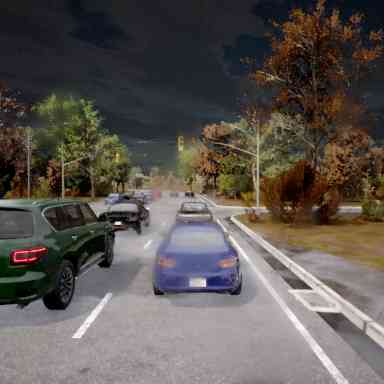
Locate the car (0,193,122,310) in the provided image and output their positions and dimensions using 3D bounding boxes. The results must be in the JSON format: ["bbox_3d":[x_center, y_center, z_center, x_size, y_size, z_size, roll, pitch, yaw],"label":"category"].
[{"bbox_3d":[-3.392,1.135,7.757,2.150,2.045,5.566,0,1,0],"label":"car"}]

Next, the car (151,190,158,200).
[{"bbox_3d":[-7.135,0.762,53.796,1.812,1.442,4.674,0,1,0],"label":"car"}]

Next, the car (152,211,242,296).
[{"bbox_3d":[0.106,1.431,8.296,1.812,1.442,4.674,0,1,0],"label":"car"}]

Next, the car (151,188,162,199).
[{"bbox_3d":[-7.260,0.271,66.637,2.150,2.045,5.566,0,1,-1],"label":"car"}]

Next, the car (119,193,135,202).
[{"bbox_3d":[-10.641,0.824,54.732,1.895,1.301,4.718,0,1,0],"label":"car"}]

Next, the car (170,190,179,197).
[{"bbox_3d":[-4.007,0.430,75.836,2.128,1.511,4.902,0,1,-2],"label":"car"}]

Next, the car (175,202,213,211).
[{"bbox_3d":[0.111,1.258,17.819,2.128,1.511,4.902,0,1,0],"label":"car"}]

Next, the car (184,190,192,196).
[{"bbox_3d":[-0.992,0.193,86.076,1.812,1.442,4.674,0,1,-3],"label":"car"}]

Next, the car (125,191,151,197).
[{"bbox_3d":[-7.054,0.923,44.337,2.033,1.411,5.357,0,1,-1],"label":"car"}]

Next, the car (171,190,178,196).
[{"bbox_3d":[-4.487,0.197,85.879,1.812,1.442,4.674,0,1,-3],"label":"car"}]

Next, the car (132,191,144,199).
[{"bbox_3d":[-10.757,0.577,66.392,1.812,1.442,4.674,0,1,-1],"label":"car"}]

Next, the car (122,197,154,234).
[{"bbox_3d":[-3.389,1.245,17.716,1.882,1.535,5.008,0,1,0],"label":"car"}]

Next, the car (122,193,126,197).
[{"bbox_3d":[-10.587,0.882,45.623,1.812,1.442,4.674,0,1,0],"label":"car"}]

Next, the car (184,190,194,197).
[{"bbox_3d":[-0.508,0.389,75.932,1.882,1.535,5.008,0,1,-2],"label":"car"}]
